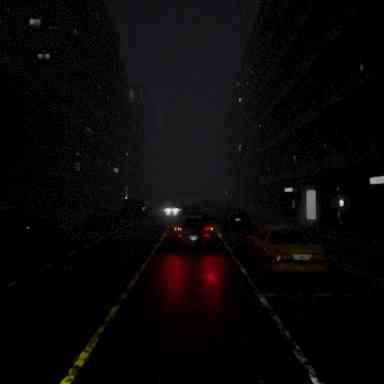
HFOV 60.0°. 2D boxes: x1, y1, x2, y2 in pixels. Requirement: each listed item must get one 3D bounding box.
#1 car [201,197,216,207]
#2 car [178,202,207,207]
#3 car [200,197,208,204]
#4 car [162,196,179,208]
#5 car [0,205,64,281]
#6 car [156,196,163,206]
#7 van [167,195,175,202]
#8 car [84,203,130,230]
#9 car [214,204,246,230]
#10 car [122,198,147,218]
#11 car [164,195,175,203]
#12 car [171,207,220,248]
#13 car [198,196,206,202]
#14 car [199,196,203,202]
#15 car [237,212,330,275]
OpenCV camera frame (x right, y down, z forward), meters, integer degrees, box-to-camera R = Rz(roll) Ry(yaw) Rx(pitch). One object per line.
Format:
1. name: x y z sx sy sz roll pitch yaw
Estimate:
1. car: 2.721 1.779 50.274 1.752 1.417 4.829 1 0 0
2. car: 0.071 1.741 28.078 1.895 1.301 4.718 0 0 1
3. car: 2.730 1.929 78.697 1.752 1.417 4.829 1 0 0
4. car: -3.062 1.754 52.063 2.128 1.511 4.902 0 0 0
5. car: -5.667 1.367 10.256 2.192 1.841 5.009 1 0 0
6. car: -5.656 1.878 61.417 1.947 1.339 4.313 1 0 0
7. van: -5.643 1.805 89.839 1.690 1.788 3.998 1 0 0
8. car: -5.668 1.659 21.624 2.008 1.369 4.403 1 0 0
9. car: 2.712 1.674 21.682 1.947 1.339 4.313 1 0 0
10. car: -5.659 1.481 32.995 2.192 1.841 5.009 1 0 0
11. car: -5.644 1.748 84.155 2.192 1.841 5.009 1 0 0
12. car: 0.078 1.601 15.106 1.812 1.442 4.674 0 0 0
13. car: 2.735 1.904 89.897 1.967 1.590 4.097 1 0 0
14. car: 2.728 1.938 72.842 1.947 1.339 4.313 1 0 0
15. car: 2.709 1.578 10.483 1.752 1.417 4.829 1 0 0
